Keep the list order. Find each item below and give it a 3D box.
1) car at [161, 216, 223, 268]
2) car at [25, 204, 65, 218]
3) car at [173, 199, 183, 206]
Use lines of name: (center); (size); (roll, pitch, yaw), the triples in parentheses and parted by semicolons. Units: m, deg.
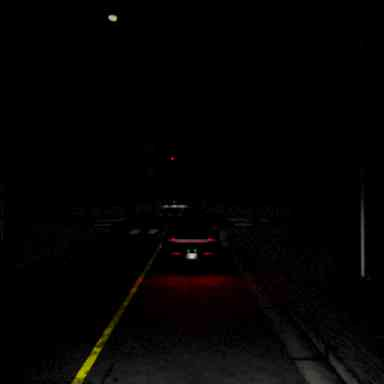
car: (-0.004, 1.592, 11.664); (2.128, 1.511, 4.902); (0, 0, 0)
car: (-14.780, 1.858, 32.831); (4.313, 1.339, 1.947); (0, -1, 0)
car: (-2.783, 2.116, 68.117); (1.895, 1.301, 4.718); (0, 0, 0)
